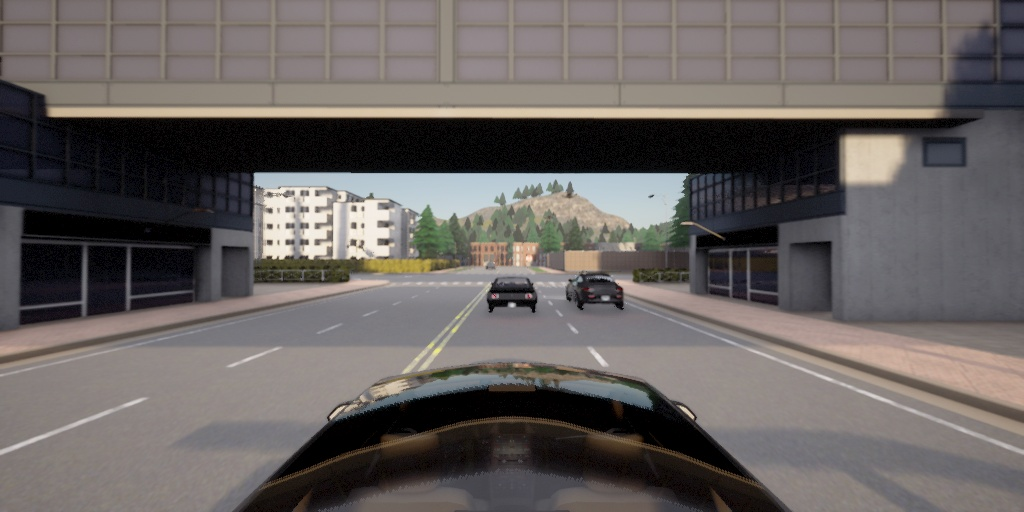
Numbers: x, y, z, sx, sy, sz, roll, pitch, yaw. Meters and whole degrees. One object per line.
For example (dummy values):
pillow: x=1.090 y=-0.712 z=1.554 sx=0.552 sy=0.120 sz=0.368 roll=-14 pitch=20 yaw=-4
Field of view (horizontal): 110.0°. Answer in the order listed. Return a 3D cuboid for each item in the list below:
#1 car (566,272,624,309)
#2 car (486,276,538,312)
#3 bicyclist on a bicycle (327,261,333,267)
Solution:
car: x=3.524 y=1.430 z=15.716 sx=1.812 sy=1.442 sz=4.674 roll=0 pitch=0 yaw=0
car: x=0.017 y=1.499 z=15.073 sx=1.895 sy=1.301 sz=4.718 roll=0 pitch=-1 yaw=0
bicyclist on a bicycle: x=-25.270 y=1.582 z=49.710 sx=0.582 sy=1.620 sz=1.656 roll=0 pitch=0 yaw=0
